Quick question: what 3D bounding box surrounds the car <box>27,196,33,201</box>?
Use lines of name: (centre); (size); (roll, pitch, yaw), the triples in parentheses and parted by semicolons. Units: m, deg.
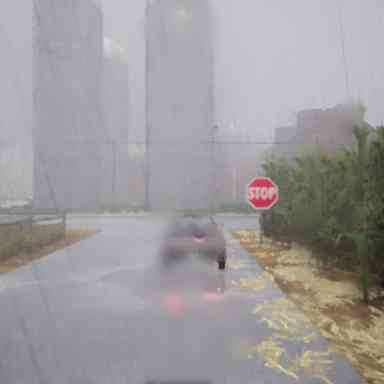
car: (-37.182, 1.310, 79.033); (3.866, 1.878, 1.905); (0, 0, 0)

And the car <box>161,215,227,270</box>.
car: (0.068, 1.498, 11.061); (2.128, 1.511, 4.902); (0, 0, 0)
